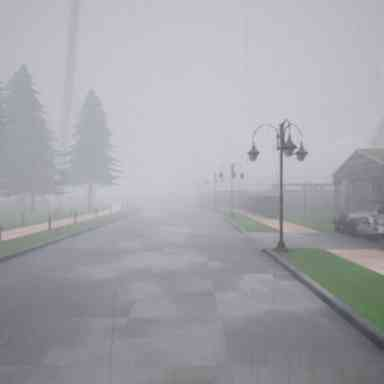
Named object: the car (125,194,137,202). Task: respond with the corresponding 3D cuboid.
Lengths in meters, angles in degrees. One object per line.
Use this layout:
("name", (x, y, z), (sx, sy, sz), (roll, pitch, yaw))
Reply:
("car", (-15.230, 1.525, 85.411), (2.150, 2.045, 5.566), (0, 0, -32))

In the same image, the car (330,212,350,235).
("car", (9.032, 1.254, 16.296), (3.866, 1.878, 1.905), (0, 0, 0))

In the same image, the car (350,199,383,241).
("car", (9.412, 1.243, 13.781), (4.605, 1.855, 1.932), (0, 0, 0))

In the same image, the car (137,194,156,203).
("car", (-10.029, 1.513, 76.104), (2.150, 2.045, 5.566), (0, 0, -27))
